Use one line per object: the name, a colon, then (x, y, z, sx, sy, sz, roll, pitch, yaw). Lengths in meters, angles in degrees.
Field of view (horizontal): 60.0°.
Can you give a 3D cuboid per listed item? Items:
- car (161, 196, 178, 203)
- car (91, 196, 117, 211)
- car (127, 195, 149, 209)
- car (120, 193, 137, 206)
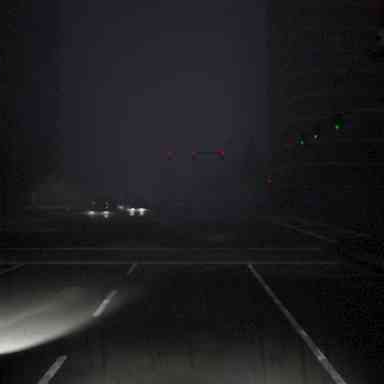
car: (-4.604, 1.540, 66.587, 1.895, 1.301, 4.718, 0, 0, -27)
car: (-10.575, 1.324, 40.242, 2.097, 1.767, 4.553, 0, 0, 0)
car: (-7.045, 1.532, 45.195, 1.994, 1.385, 4.181, 0, 0, 1)
car: (-10.503, 1.172, 56.020, 2.150, 2.045, 5.566, 0, 0, 0)
